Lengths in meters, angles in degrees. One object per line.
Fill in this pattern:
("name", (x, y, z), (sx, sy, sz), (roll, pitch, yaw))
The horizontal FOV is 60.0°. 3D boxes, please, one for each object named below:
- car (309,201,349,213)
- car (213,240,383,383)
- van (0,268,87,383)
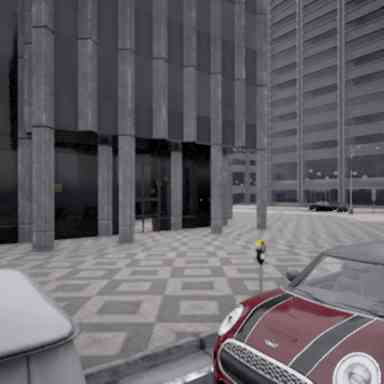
("car", (17.117, 1.905, 41.722), (1.882, 1.535, 5.008), (0, -1, -35))
("car", (2.200, 1.431, 4.090), (4.097, 1.590, 1.967), (0, 0, -35))
("van", (-2.270, 1.344, 0.907), (3.998, 1.788, 1.690), (0, 0, -35))
